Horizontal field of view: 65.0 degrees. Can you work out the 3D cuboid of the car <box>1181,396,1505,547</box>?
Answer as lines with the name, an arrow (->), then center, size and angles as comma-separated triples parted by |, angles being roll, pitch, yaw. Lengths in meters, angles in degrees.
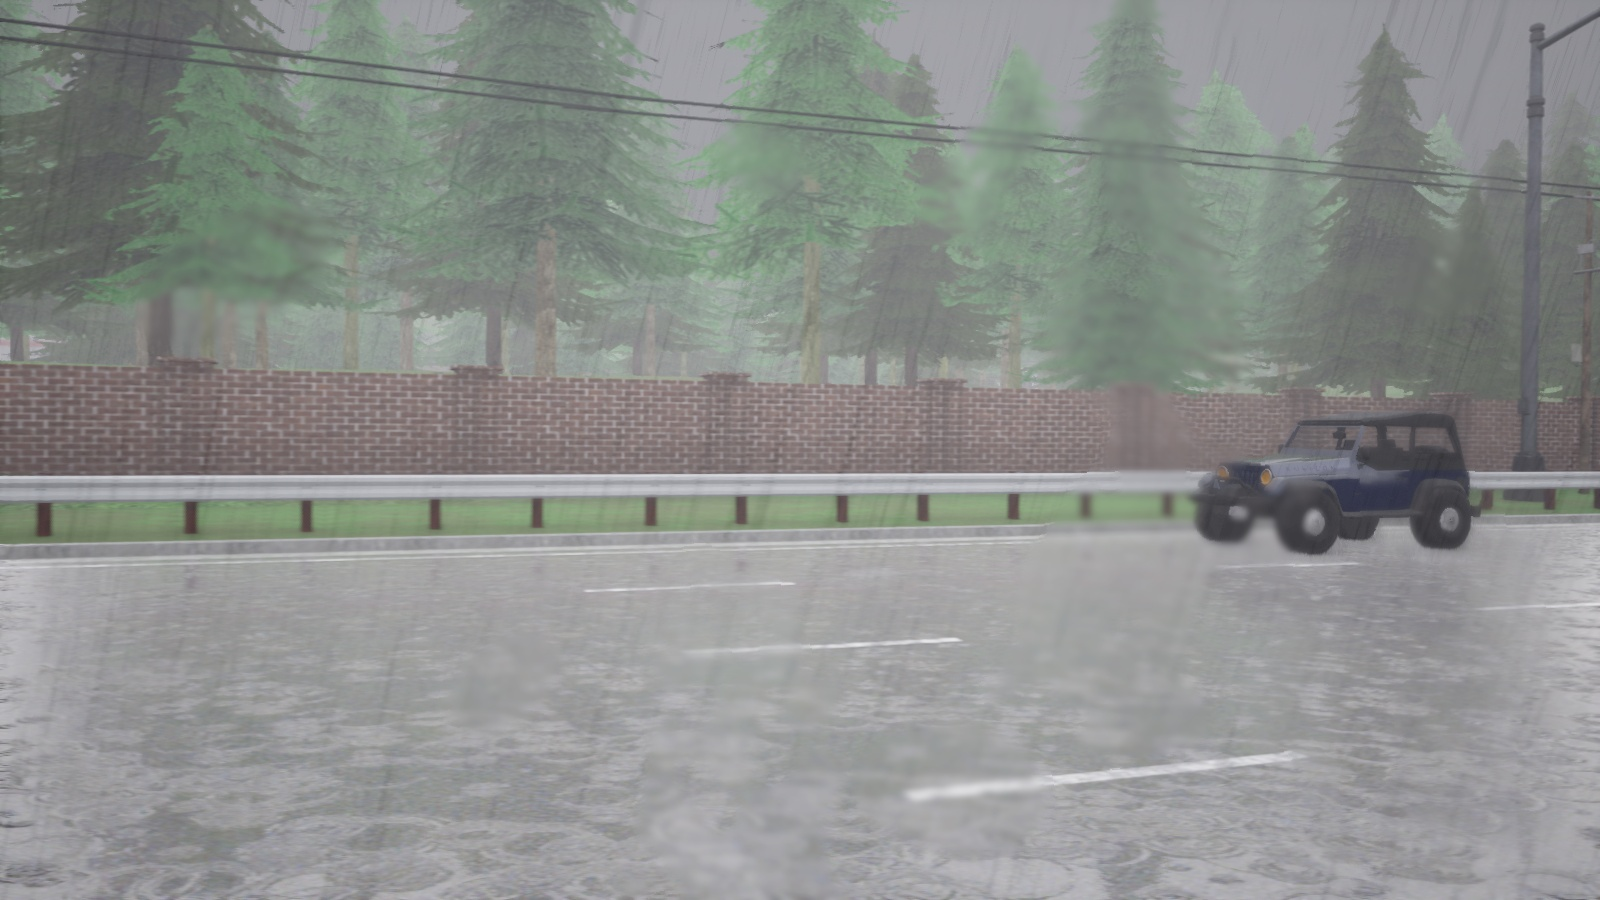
car -> 7.456, 0.231, 17.301 | 3.866, 1.878, 1.905 | -1, 1, -21
